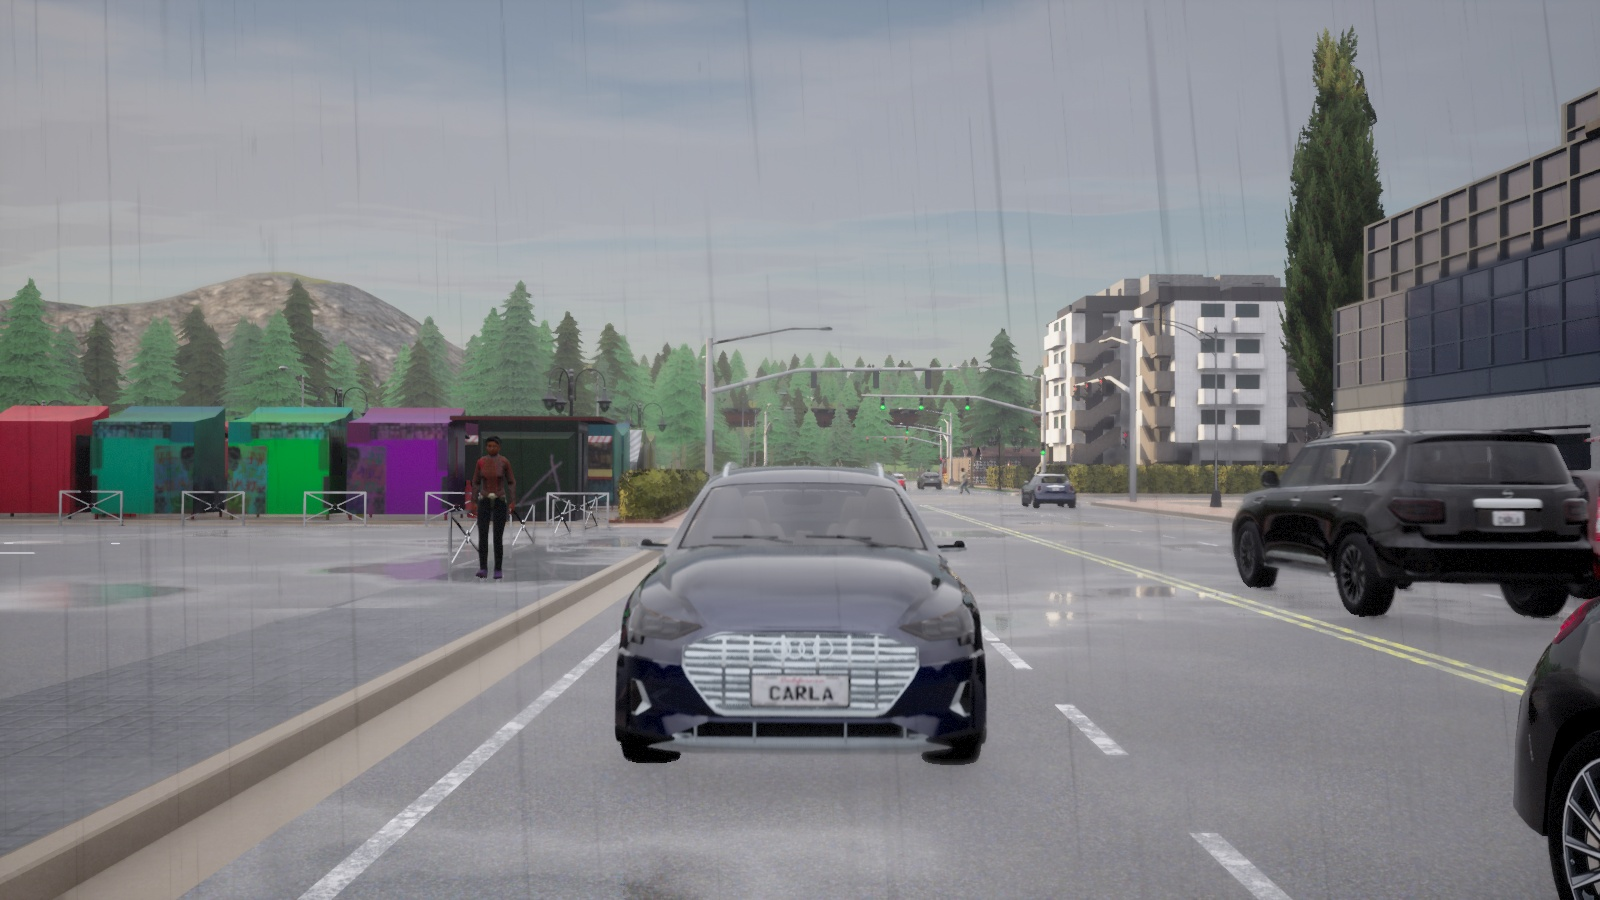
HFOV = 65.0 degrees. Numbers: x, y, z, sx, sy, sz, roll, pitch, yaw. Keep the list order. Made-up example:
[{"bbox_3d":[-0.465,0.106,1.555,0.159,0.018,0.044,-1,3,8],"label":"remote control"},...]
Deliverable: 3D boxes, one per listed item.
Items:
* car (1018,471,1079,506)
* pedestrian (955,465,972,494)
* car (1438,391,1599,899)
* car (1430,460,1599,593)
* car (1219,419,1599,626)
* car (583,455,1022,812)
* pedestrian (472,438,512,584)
[{"bbox_3d":[10.909,1.663,55.338,1.970,1.475,3.806,0,-1,0],"label":"car"},{"bbox_3d":[10.767,1.948,82.873,0.900,1.855,0.874,0,-1,-8],"label":"pedestrian"},{"bbox_3d":[3.494,0.617,2.241,2.152,1.651,5.027,0,-1,0],"label":"car"},{"bbox_3d":[10.601,0.960,17.296,1.851,1.617,3.988,0,-1,0],"label":"car"},{"bbox_3d":[7.083,0.760,15.234,2.150,2.045,5.566,0,-1,0],"label":"car"},{"bbox_3d":[0.028,0.882,8.257,2.033,1.649,4.856,0,-1,0],"label":"car"},{"bbox_3d":[-3.908,0.756,15.966,0.328,1.805,0.869,0,-1,-2],"label":"pedestrian"}]
